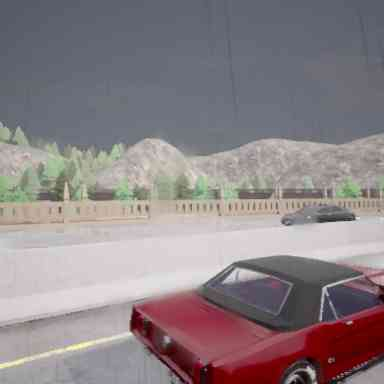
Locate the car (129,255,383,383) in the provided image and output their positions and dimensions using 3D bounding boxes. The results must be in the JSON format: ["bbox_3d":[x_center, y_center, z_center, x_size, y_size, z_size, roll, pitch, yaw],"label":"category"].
[{"bbox_3d":[1.666,1.600,4.647,4.718,1.301,1.895,0,0,-32],"label":"car"}]

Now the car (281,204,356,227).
[{"bbox_3d":[7.586,1.500,19.932,4.892,1.490,1.837,0,0,-25],"label":"car"}]
